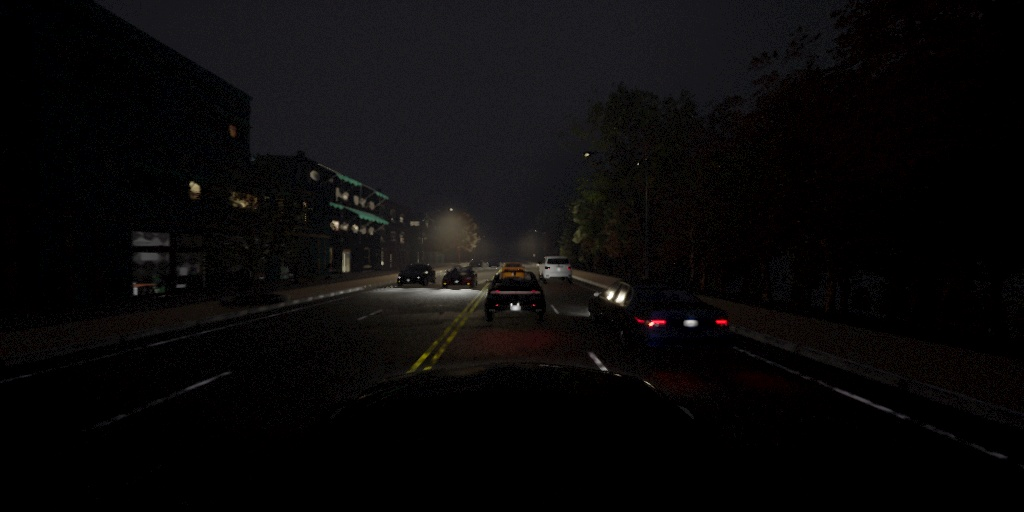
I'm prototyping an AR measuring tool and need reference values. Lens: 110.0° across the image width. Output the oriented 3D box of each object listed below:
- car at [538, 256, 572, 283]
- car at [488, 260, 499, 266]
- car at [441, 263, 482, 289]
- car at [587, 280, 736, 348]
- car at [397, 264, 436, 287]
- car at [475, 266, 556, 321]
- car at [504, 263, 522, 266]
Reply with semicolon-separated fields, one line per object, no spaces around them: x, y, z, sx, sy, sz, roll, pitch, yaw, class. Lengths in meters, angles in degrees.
3.349;1.032;28.362;2.150;2.045;5.566;0;0;0;car
-3.262;1.443;64.968;2.033;1.411;5.357;0;0;0;car
-3.349;1.364;23.678;1.994;1.385;4.181;0;0;0;car
3.349;1.315;9.230;2.033;1.411;5.357;0;0;0;car
-6.599;1.309;25.216;1.837;1.490;4.892;0;0;0;car
0.099;1.266;12.596;2.128;1.511;4.902;0;0;0;car
0.099;1.294;30.697;1.882;1.535;5.008;0;0;0;car
